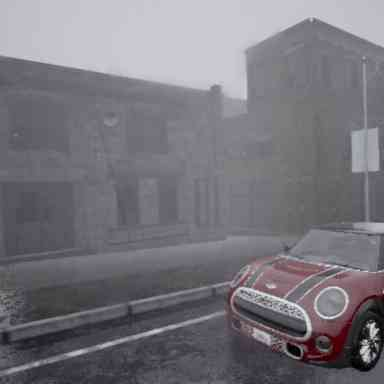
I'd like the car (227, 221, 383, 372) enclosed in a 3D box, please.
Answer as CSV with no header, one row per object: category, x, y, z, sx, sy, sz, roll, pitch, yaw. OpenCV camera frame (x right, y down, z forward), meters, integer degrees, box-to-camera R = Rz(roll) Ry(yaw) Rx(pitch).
car,2.775,1.351,5.786,4.553,1.767,2.097,0,0,-35
